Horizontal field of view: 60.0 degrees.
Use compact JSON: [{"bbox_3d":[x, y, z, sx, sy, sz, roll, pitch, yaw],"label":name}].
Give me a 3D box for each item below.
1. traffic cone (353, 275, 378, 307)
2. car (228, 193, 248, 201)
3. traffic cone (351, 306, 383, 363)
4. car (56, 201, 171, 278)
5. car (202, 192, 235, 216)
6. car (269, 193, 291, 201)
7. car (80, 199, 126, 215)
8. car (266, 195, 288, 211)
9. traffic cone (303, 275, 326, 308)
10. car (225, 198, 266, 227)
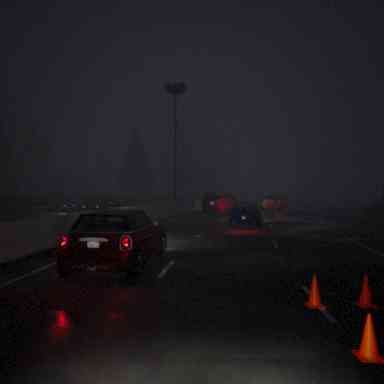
[{"bbox_3d":[3.392,1.921,6.494,0.340,0.580,0.340,0,0,0],"label":"traffic cone"},{"bbox_3d":[9.742,1.055,70.349,1.812,1.442,4.674,0,0,40],"label":"car"},{"bbox_3d":[2.391,1.931,4.495,0.340,0.580,0.340,0,0,0],"label":"traffic cone"},{"bbox_3d":[-2.147,1.279,10.127,2.097,1.767,4.553,0,0,6],"label":"car"},{"bbox_3d":[2.564,1.028,30.328,2.150,2.045,5.566,0,0,19],"label":"car"},{"bbox_3d":[18.368,1.004,69.445,2.033,1.411,5.357,1,1,43],"label":"car"},{"bbox_3d":[-8.298,1.371,31.499,1.895,1.301,4.718,0,0,18],"label":"car"},{"bbox_3d":[9.422,1.128,37.669,2.097,1.767,4.553,0,0,25],"label":"car"},{"bbox_3d":[2.392,1.918,6.495,0.340,0.580,0.340,0,0,0],"label":"traffic cone"},{"bbox_3d":[3.612,1.343,21.758,1.882,1.535,5.008,0,0,14],"label":"car"}]
